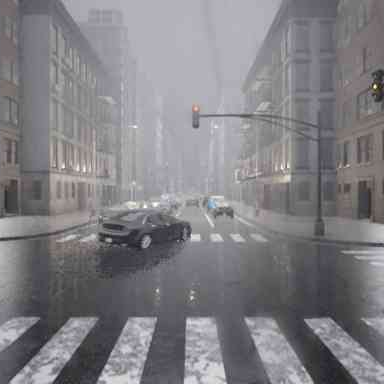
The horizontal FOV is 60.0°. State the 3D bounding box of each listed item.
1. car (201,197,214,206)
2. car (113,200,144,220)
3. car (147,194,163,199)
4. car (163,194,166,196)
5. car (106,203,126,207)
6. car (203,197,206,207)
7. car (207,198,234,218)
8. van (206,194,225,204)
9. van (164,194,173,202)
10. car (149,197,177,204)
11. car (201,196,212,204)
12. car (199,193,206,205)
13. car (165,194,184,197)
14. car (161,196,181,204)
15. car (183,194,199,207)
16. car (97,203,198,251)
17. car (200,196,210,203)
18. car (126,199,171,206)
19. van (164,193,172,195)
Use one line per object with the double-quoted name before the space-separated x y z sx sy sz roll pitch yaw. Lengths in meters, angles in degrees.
"car" 2.637 1.528 56.059 1.947 1.339 4.313 0 0 0
"car" -5.400 1.505 28.855 1.752 1.417 4.829 0 0 0
"car" -5.418 1.409 45.244 1.967 1.590 4.097 0 0 0
"car" -5.424 1.491 50.480 1.752 1.417 4.829 0 0 0
"car" -5.394 1.534 23.619 2.008 1.369 4.403 0 0 0
"car" 2.635 1.554 39.840 1.802 1.307 4.206 0 0 0
"car" 2.634 1.530 29.027 2.008 1.369 4.403 0 0 0
"van" 2.635 1.317 34.433 1.690 1.788 3.998 0 0 0
"van" -5.453 1.289 77.681 1.690 1.788 3.998 0 0 0
"car" -2.851 1.525 32.871 2.033 1.411 5.357 0 0 0
"car" 2.637 1.509 61.465 2.008 1.369 4.403 0 0 0
"car" 2.636 1.280 50.652 2.192 1.841 5.009 0 0 0
"car" -2.806 1.441 53.139 1.882 1.535 5.008 0 0 1
"car" -2.842 1.534 42.884 1.994 1.385 4.181 0 0 1
"car" 0.090 1.456 51.100 2.128 1.511 4.902 0 0 0
"car" -1.806 1.494 14.149 1.837 1.490 4.892 4 2 30
"car" 2.638 1.480 67.040 1.752 1.417 4.829 0 0 0
"car" -2.853 1.476 22.987 2.128 1.511 4.902 0 0 0
"van" -5.442 1.296 66.868 1.690 1.788 3.998 0 0 0
